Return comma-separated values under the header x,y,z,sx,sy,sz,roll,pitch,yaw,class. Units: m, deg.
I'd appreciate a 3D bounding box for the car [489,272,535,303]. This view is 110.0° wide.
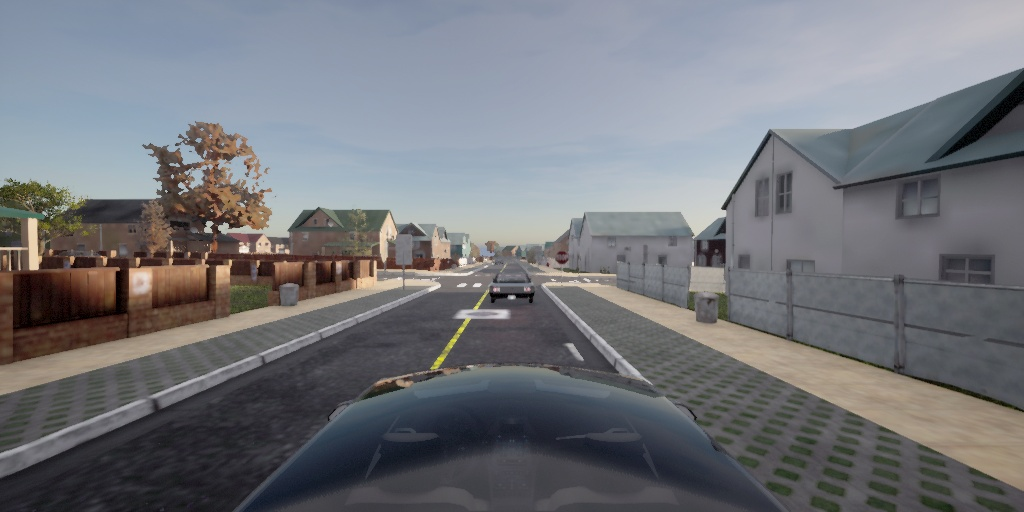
x,y,z,sx,sy,sz,roll,pitch,yaw,class
0.000,1.363,16.533,1.895,1.301,4.718,0,0,0,car

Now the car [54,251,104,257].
x,y,z,sx,sy,sz,roll,pitch,yaw,class
-39.382,0.311,32.227,4.553,1.767,2.097,1,1,1,car
